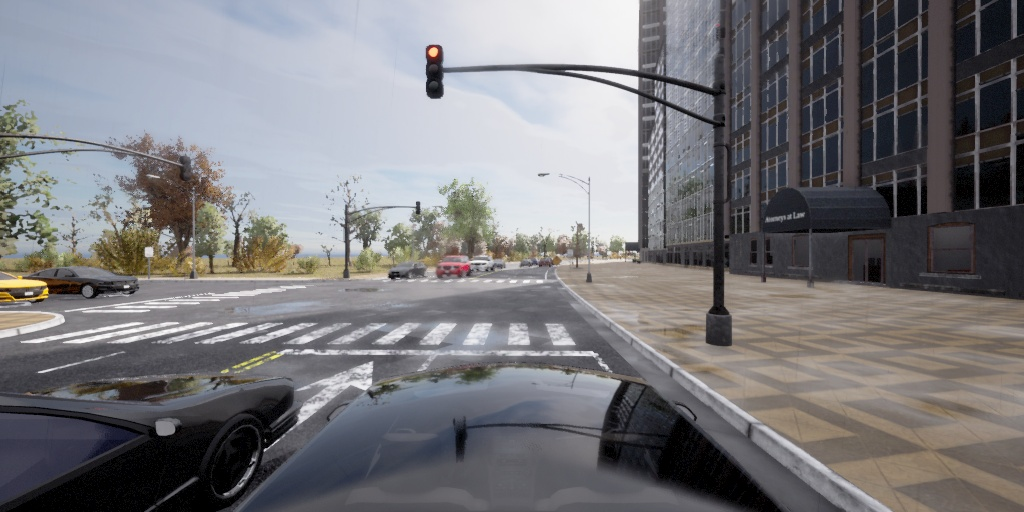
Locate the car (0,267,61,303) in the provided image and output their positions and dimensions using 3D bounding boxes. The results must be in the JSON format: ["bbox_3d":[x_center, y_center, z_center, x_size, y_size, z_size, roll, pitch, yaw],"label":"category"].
[{"bbox_3d":[-22.477,1.288,14.941,5.008,1.535,1.882,0,0,3],"label":"car"}]

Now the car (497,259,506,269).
[{"bbox_3d":[-2.175,1.277,56.872,1.812,1.442,4.674,0,0,9],"label":"car"}]

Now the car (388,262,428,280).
[{"bbox_3d":[-8.951,1.251,31.232,1.837,1.490,4.892,0,0,11],"label":"car"}]

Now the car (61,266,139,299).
[{"bbox_3d":[-21.836,1.275,18.162,5.008,1.535,1.882,0,0,4],"label":"car"}]

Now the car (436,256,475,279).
[{"bbox_3d":[-5.148,0.970,32.454,2.150,2.045,5.566,0,0,5],"label":"car"}]

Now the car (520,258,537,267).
[{"bbox_3d":[2.727,1.249,65.350,2.128,1.511,4.902,0,0,10],"label":"car"}]

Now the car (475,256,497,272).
[{"bbox_3d":[-3.785,0.973,45.432,2.150,2.045,5.566,0,0,7],"label":"car"}]

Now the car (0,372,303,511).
[{"bbox_3d":[-3.127,1.298,1.264,2.033,1.411,5.357,0,0,1],"label":"car"}]

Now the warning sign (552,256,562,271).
[{"bbox_3d":[5.511,0.868,43.966,1.300,1.860,1.060,0,0,7],"label":"warning sign"}]
